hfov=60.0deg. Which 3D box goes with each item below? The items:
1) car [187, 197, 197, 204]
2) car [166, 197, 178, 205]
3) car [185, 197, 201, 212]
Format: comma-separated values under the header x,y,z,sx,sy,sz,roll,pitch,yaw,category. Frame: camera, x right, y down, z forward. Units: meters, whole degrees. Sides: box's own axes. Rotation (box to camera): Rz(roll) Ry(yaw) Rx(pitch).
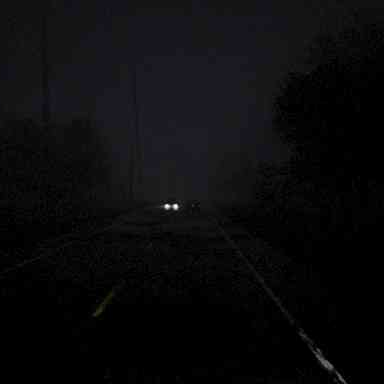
x,y,z,sx,sy,sz,roll,pitch,yaw,category
0.051,1.565,64.334,1.895,1.301,4.718,0,0,1,car
-3.521,1.563,59.146,1.895,1.301,4.718,0,0,0,car
0.094,1.516,38.233,2.033,1.411,5.357,0,0,0,car
